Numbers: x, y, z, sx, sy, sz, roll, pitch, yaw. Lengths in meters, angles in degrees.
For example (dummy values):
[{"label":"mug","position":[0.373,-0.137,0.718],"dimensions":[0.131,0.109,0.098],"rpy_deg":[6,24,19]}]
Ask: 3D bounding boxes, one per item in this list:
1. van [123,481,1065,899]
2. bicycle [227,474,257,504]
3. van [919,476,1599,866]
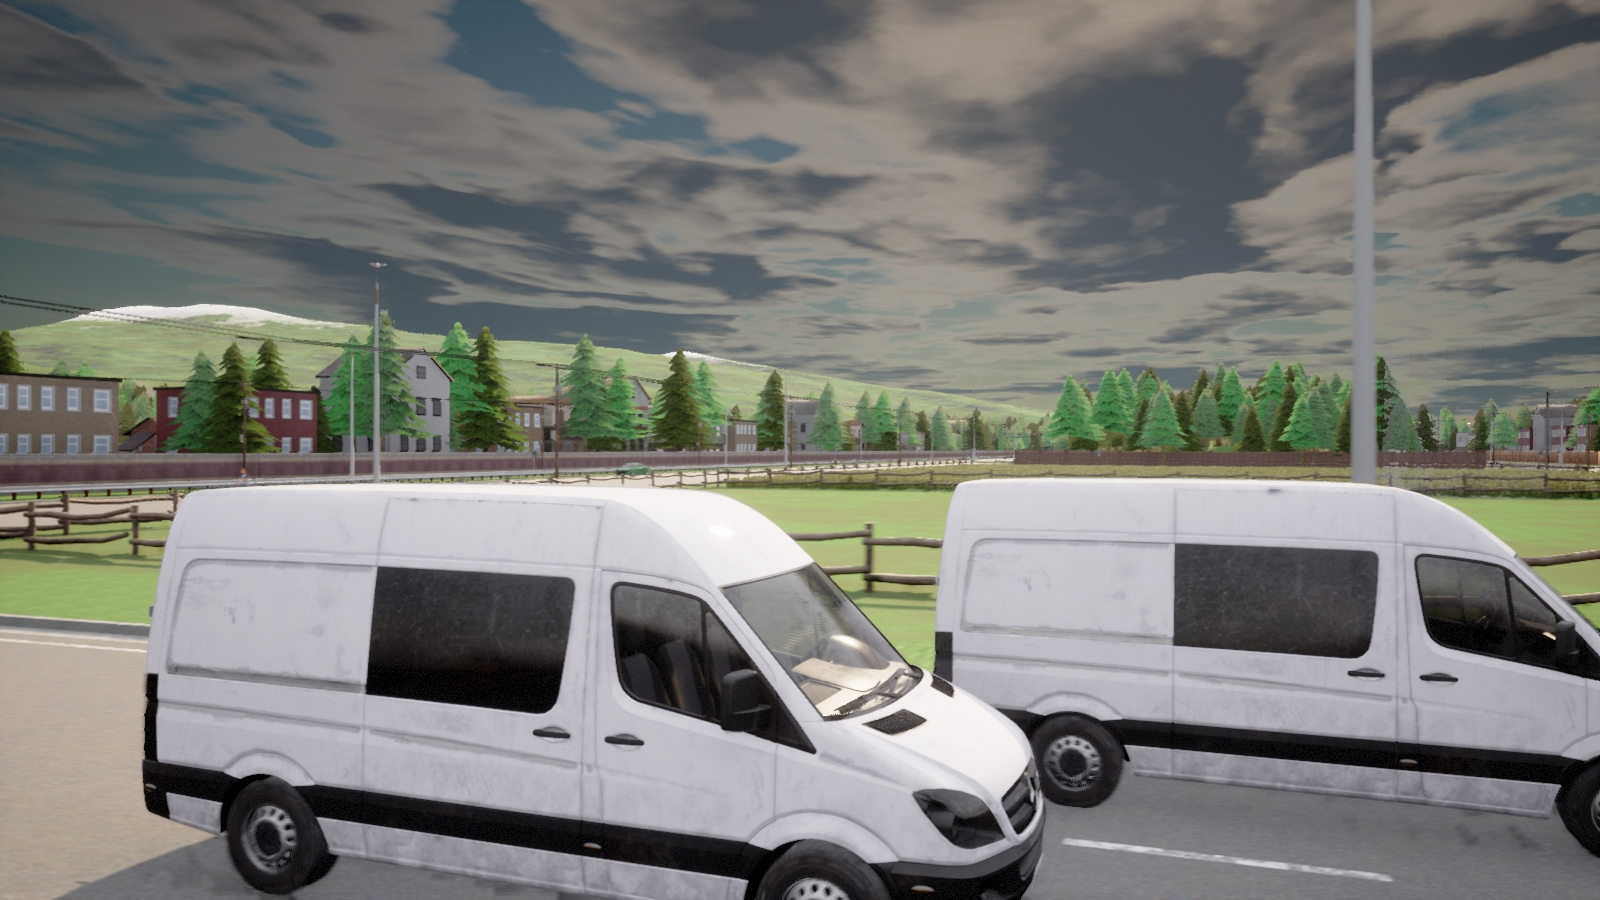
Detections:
[{"label":"van","position":[-1.391,1.534,7.533],"dimensions":[5.915,2.561,1.988],"rpy_deg":[0,0,20]},{"label":"bicycle","position":[-29.490,2.056,60.383],"dimensions":[0.373,1.496,1.643],"rpy_deg":[0,0,20]},{"label":"van","position":[4.094,1.534,9.265],"dimensions":[5.915,2.561,1.988],"rpy_deg":[0,0,20]}]
